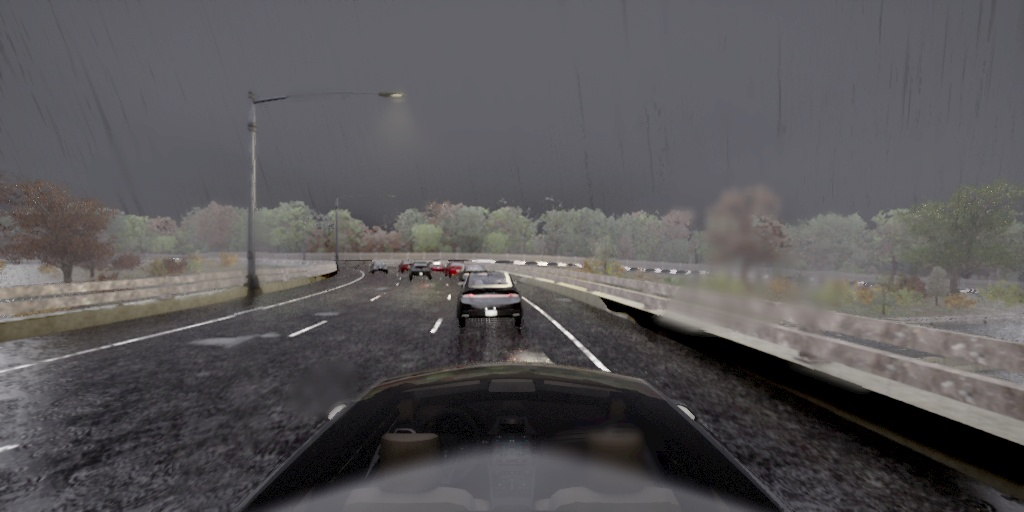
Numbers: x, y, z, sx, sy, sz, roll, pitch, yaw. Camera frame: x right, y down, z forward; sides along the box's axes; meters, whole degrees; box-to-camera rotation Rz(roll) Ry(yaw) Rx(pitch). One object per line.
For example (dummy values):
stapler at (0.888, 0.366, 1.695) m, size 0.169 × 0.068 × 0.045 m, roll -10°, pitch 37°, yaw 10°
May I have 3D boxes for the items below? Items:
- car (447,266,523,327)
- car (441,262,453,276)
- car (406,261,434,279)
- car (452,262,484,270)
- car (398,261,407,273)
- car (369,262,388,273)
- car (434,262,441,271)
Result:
car at (-0.766, 1.260, 11.671) m, size 2.128 × 1.511 × 4.902 m, roll 0°, pitch 0°, yaw -5°
car at (-5.466, 1.291, 34.931) m, size 1.882 × 1.535 × 5.008 m, roll 0°, pitch -1°, yaw -17°
car at (-8.570, 1.314, 33.225) m, size 1.837 × 1.490 × 4.892 m, roll 0°, pitch -1°, yaw -17°
car at (-2.515, 1.281, 23.127) m, size 2.128 × 1.511 × 4.902 m, roll 0°, pitch 0°, yaw -11°
car at (-13.364, 1.316, 45.767) m, size 1.882 × 1.535 × 5.008 m, roll 0°, pitch 0°, yaw -23°
car at (-16.612, 1.387, 44.623) m, size 2.033 × 1.411 × 5.357 m, roll 0°, pitch 0°, yaw -25°
car at (-10.015, 1.400, 46.834) m, size 1.994 × 1.385 × 4.181 m, roll 0°, pitch 0°, yaw -23°
